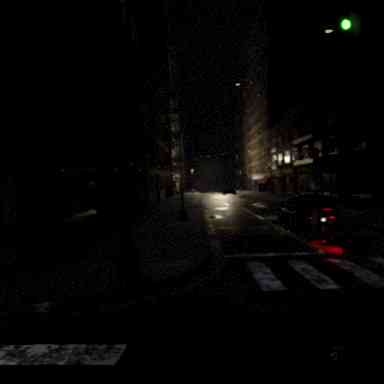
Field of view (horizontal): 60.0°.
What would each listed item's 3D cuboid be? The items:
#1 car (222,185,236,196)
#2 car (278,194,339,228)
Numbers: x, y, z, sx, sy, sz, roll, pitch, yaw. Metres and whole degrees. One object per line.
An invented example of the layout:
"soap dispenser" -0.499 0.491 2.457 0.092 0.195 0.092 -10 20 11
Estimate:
"car" 6.165 -0.346 56.024 2.097 1.767 4.553 -2 2 1
"car" 5.657 0.860 16.660 1.837 1.490 4.892 -2 1 1
